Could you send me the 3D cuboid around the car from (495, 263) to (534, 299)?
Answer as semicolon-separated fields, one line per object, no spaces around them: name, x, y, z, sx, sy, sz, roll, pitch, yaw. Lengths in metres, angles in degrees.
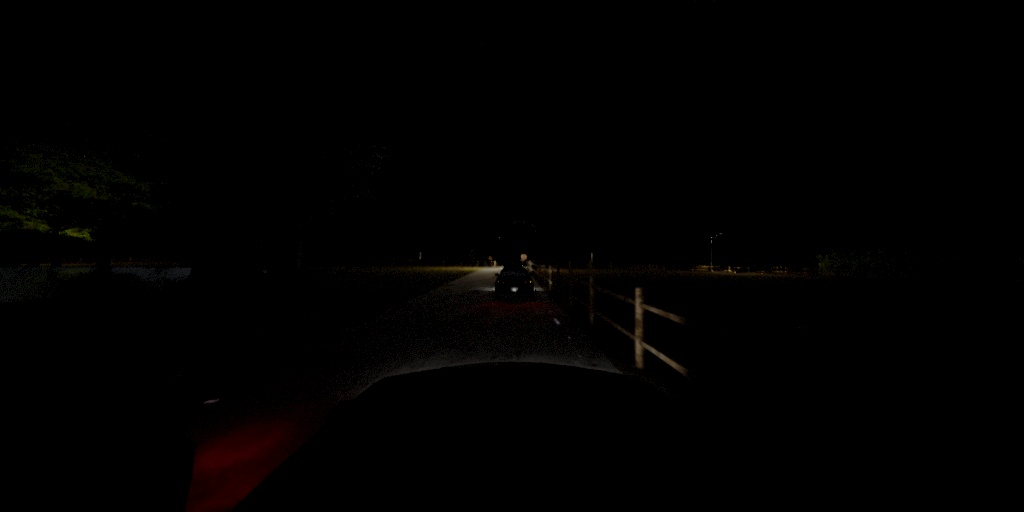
car;0.104;1.274;18.001;1.812;1.442;4.674;0;0;0

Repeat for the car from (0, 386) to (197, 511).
car;-2.849;1.255;0.138;1.837;1.490;4.892;0;0;0
